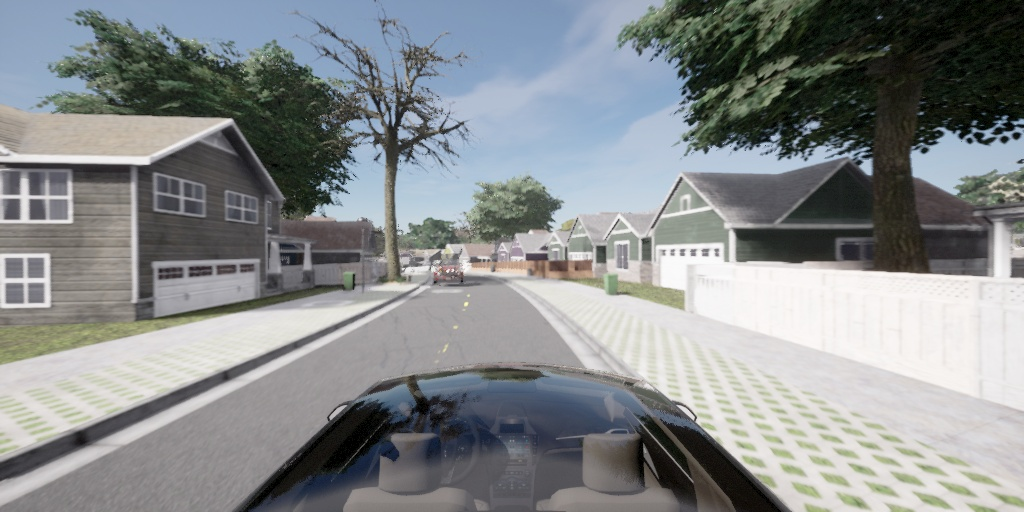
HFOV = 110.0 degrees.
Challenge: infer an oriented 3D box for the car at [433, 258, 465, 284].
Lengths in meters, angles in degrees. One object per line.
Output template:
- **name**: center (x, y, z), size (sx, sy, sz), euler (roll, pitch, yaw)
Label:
- **car**: center (-4.550, 0.955, 26.109), size (2.097, 1.767, 4.553), euler (0, -1, -8)
